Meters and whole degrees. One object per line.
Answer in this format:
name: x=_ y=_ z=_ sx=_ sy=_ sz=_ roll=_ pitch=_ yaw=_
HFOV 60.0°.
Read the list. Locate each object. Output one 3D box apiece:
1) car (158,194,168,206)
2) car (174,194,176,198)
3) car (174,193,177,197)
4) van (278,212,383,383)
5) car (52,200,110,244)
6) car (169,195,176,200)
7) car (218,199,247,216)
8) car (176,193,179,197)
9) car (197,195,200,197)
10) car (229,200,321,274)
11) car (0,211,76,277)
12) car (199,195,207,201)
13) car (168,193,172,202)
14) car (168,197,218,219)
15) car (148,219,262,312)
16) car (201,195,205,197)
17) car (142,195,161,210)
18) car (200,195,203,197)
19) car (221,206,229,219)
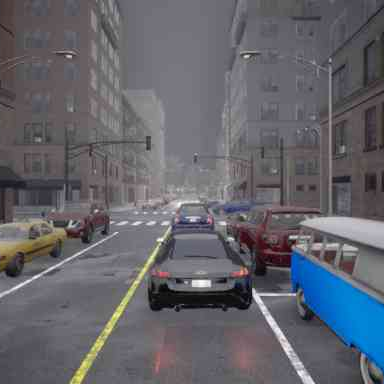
car: x=-5.389 y=1.522 z=53.892 sx=1.752 sy=1.417 sz=4.829 roll=0 pitch=0 yaw=0
car: x=-5.371 y=1.548 z=75.990 sx=2.008 sy=1.369 sz=4.403 roll=0 pitch=0 yaw=0
car: x=-5.367 y=1.563 z=81.472 sx=1.947 sy=1.339 sz=4.313 roll=0 pitch=0 yaw=0
van: x=2.640 y=1.341 z=4.729 sx=1.690 sy=1.788 sz=3.998 roll=0 pitch=0 yaw=0
car: x=-5.393 y=1.314 z=16.091 sx=2.192 sy=1.841 sz=5.009 roll=0 pitch=0 yaw=0
car: x=-5.359 y=1.523 z=92.266 sx=1.752 sy=1.417 sz=4.829 roll=0 pitch=0 yaw=0
car: x=4.299 y=1.450 z=31.228 sx=5.008 sy=1.535 sz=1.882 roll=0 pitch=0 yaw=0
car: x=-5.362 y=1.312 z=86.954 sx=2.192 sy=1.841 sz=5.009 roll=0 pitch=0 yaw=0
car: x=2.668 y=1.547 z=70.504 sx=2.008 sy=1.369 sz=4.403 roll=0 pitch=0 yaw=0
car: x=2.643 y=1.314 z=10.407 sx=2.192 sy=1.841 sz=5.009 roll=0 pitch=0 yaw=0
car: x=-5.395 y=1.525 z=10.242 sx=1.752 sy=1.417 sz=4.829 roll=0 pitch=0 yaw=0
car: x=2.673 y=1.437 z=81.468 sx=1.967 sy=1.590 sz=4.097 roll=0 pitch=0 yaw=0
car: x=-5.384 y=1.311 z=59.544 sx=2.192 sy=1.841 sz=5.009 roll=0 pitch=0 yaw=0
car: x=0.057 y=1.351 z=17.855 sx=2.097 sy=1.767 sz=4.553 roll=0 pitch=0 yaw=0
car: x=0.101 y=1.564 z=7.799 sx=1.994 sy=1.385 sz=4.181 roll=0 pitch=0 yaw=-2
car: x=2.659 y=1.541 z=48.576 sx=1.887 sy=1.381 sz=4.507 roll=0 pitch=0 yaw=0
car: x=-5.397 y=1.521 z=42.928 sx=1.752 sy=1.417 sz=4.829 roll=0 pitch=0 yaw=0
car: x=2.661 y=1.547 z=54.058 sx=2.008 sy=1.369 sz=4.403 roll=0 pitch=0 yaw=0
car: x=2.645 y=1.581 z=16.086 sx=1.802 sy=1.307 sz=4.206 roll=0 pitch=0 yaw=0
